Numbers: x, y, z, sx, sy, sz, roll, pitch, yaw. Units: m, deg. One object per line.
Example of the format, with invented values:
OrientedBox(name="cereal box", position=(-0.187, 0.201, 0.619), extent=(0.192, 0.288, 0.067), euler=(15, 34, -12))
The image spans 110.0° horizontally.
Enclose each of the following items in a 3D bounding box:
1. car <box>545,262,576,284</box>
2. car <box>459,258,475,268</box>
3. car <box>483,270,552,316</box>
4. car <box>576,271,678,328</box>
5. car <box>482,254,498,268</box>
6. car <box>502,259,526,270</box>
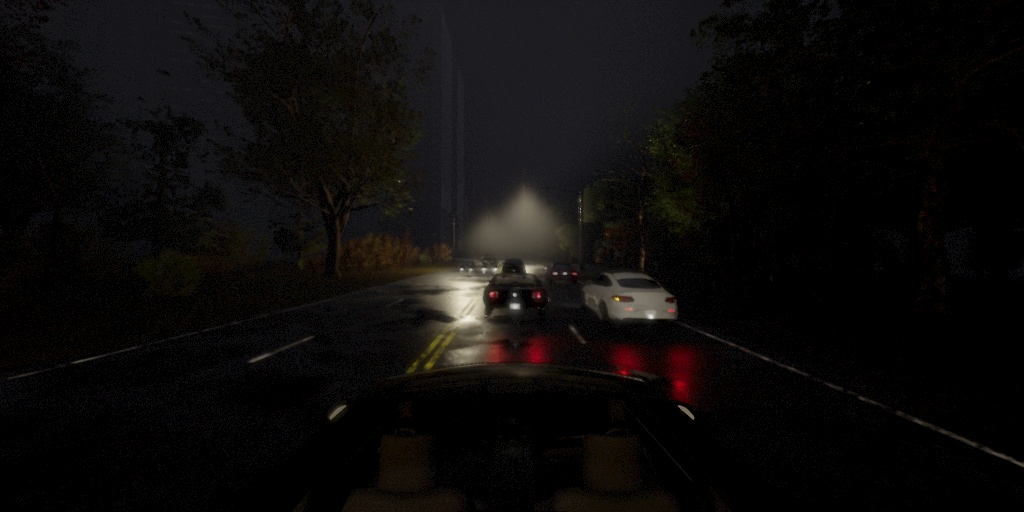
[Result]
OrientedBox(name="car", position=(3.368, 1.141, 25.071), extent=(2.033, 1.411, 5.357), euler=(1, 0, 1))
OrientedBox(name="car", position=(-6.492, 1.058, 52.542), extent=(2.033, 1.411, 5.357), euler=(0, 0, 0))
OrientedBox(name="car", position=(0.101, 1.244, 12.436), extent=(1.895, 1.301, 4.718), euler=(1, -2, 0))
OrientedBox(name="car", position=(3.340, 1.184, 10.882), extent=(1.812, 1.442, 4.674), euler=(1, 0, 0))
OrientedBox(name="car", position=(-3.239, 0.729, 53.168), extent=(2.150, 2.045, 5.566), euler=(0, 0, 0))
OrientedBox(name="car", position=(0.156, 0.966, 30.494), extent=(1.882, 1.535, 5.008), euler=(1, 0, 0))
